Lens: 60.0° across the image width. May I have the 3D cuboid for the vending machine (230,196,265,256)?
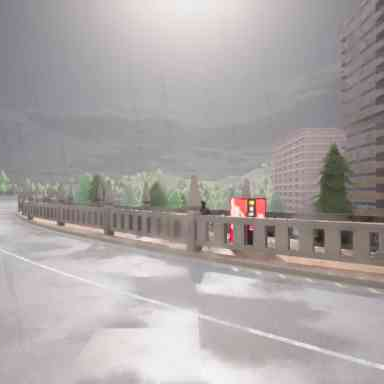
[{"bbox_3d":[2.078,1.195,12.411,0.880,2.100,1.100,0,0,41],"label":"vending machine"}]

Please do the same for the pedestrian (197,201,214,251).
[{"bbox_3d":[0.451,1.141,11.832,0.375,1.860,0.375,0,0,41],"label":"pedestrian"}]
